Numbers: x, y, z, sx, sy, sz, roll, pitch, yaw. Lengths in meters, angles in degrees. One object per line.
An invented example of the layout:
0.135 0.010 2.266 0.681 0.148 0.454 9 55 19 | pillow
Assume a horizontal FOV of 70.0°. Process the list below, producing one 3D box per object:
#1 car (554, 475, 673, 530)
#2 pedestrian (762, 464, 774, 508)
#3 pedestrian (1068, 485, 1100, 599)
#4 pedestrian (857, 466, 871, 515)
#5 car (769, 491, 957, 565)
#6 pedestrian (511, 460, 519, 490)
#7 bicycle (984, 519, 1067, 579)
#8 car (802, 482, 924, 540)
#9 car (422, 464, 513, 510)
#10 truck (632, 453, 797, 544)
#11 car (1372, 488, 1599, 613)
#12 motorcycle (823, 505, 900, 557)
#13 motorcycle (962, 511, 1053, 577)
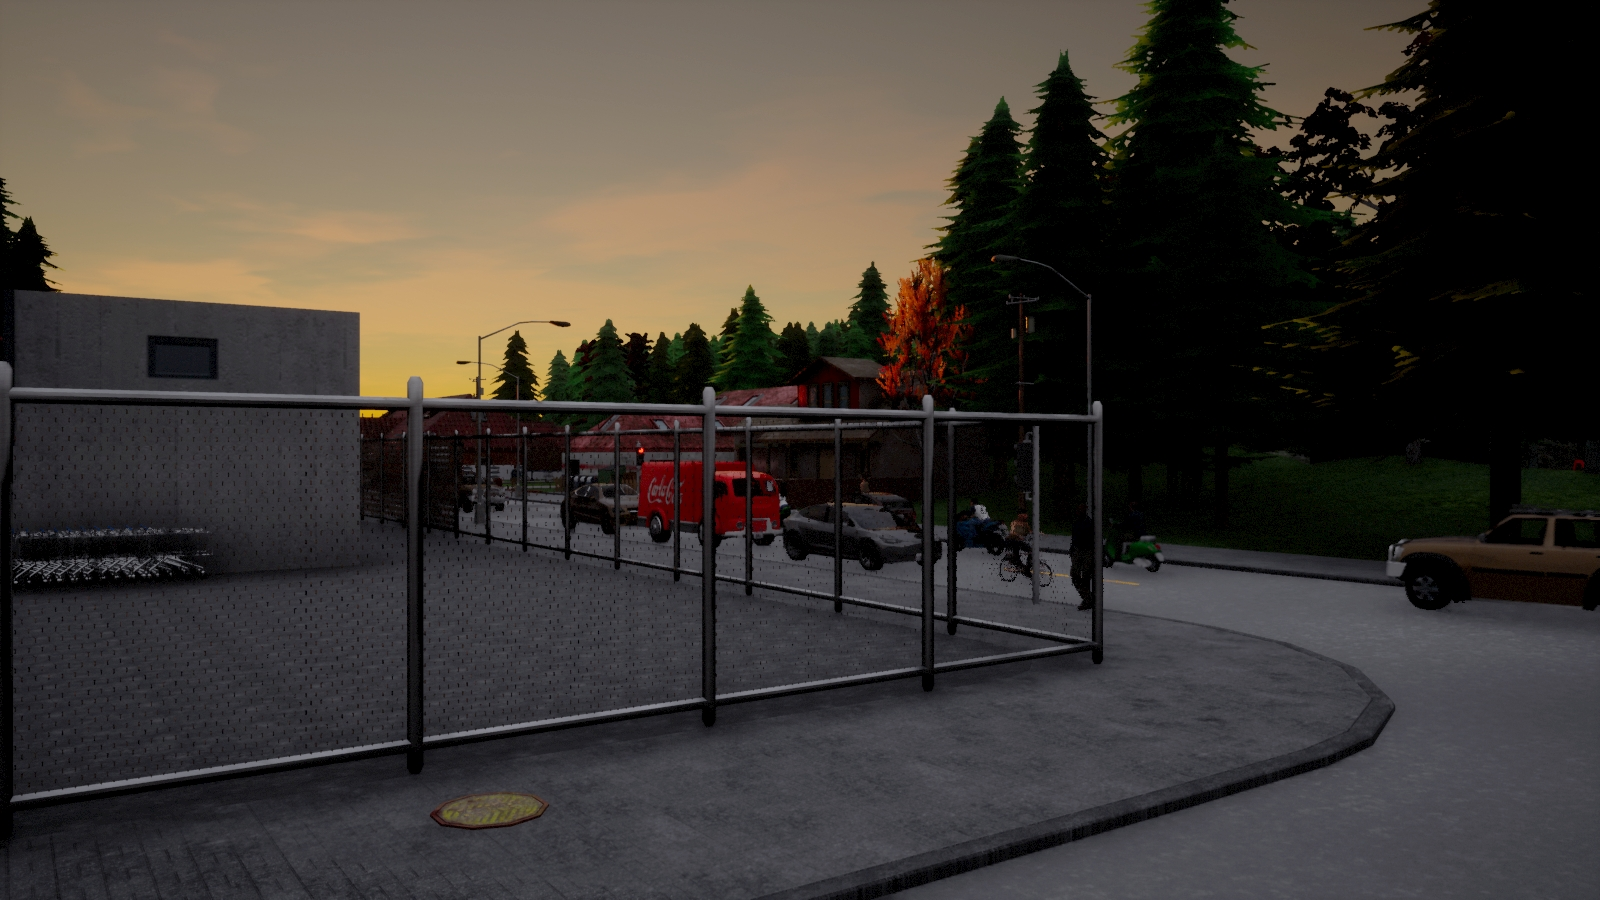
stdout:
-6.576 1.769 39.829 2.152 1.651 5.027 0 0 -35 | car
-1.354 1.520 48.618 0.375 1.860 0.375 0 0 -34 | pedestrian
4.723 1.515 19.007 0.375 1.860 0.375 0 0 -35 | pedestrian
2.427 1.521 43.165 0.375 1.860 0.375 0 0 -33 | pedestrian
1.450 1.840 28.278 2.163 1.488 4.792 0 0 -35 | car
-17.344 1.519 69.459 0.375 1.860 0.375 0 0 10 | pedestrian
4.663 2.034 23.660 0.859 1.080 1.487 0 1 -35 | bicycle
1.867 1.802 34.631 1.789 1.549 3.705 0 0 -35 | car
-15.212 1.636 52.134 4.605 1.855 1.932 2 1 44 | car
-2.653 1.343 34.158 2.627 2.467 5.204 0 0 -35 | truck
12.505 1.640 19.424 4.605 1.855 1.932 0 0 45 | car
1.511 1.990 28.456 0.803 1.145 2.033 0 0 -36 | motorcycle
4.367 1.959 24.116 0.856 1.236 1.805 0 0 -35 | motorcycle
